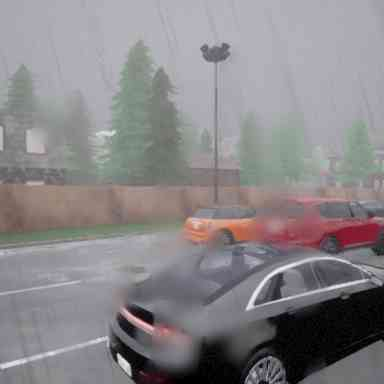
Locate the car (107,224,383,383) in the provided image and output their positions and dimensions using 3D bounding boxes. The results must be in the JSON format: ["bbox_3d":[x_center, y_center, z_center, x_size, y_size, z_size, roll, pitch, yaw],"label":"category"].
[{"bbox_3d":[1.308,1.481,4.699,4.902,1.511,2.128,0,0,-35],"label":"car"}]

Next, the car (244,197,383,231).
[{"bbox_3d":[4.627,1.190,11.349,5.566,2.045,2.150,0,0,-35],"label":"car"}]

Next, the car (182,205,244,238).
[{"bbox_3d":[1.915,1.322,13.868,4.553,1.767,2.097,0,0,-34],"label":"car"}]

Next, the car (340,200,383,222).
[{"bbox_3d":[14.044,1.422,26.640,4.892,1.490,1.837,0,0,-36],"label":"car"}]
